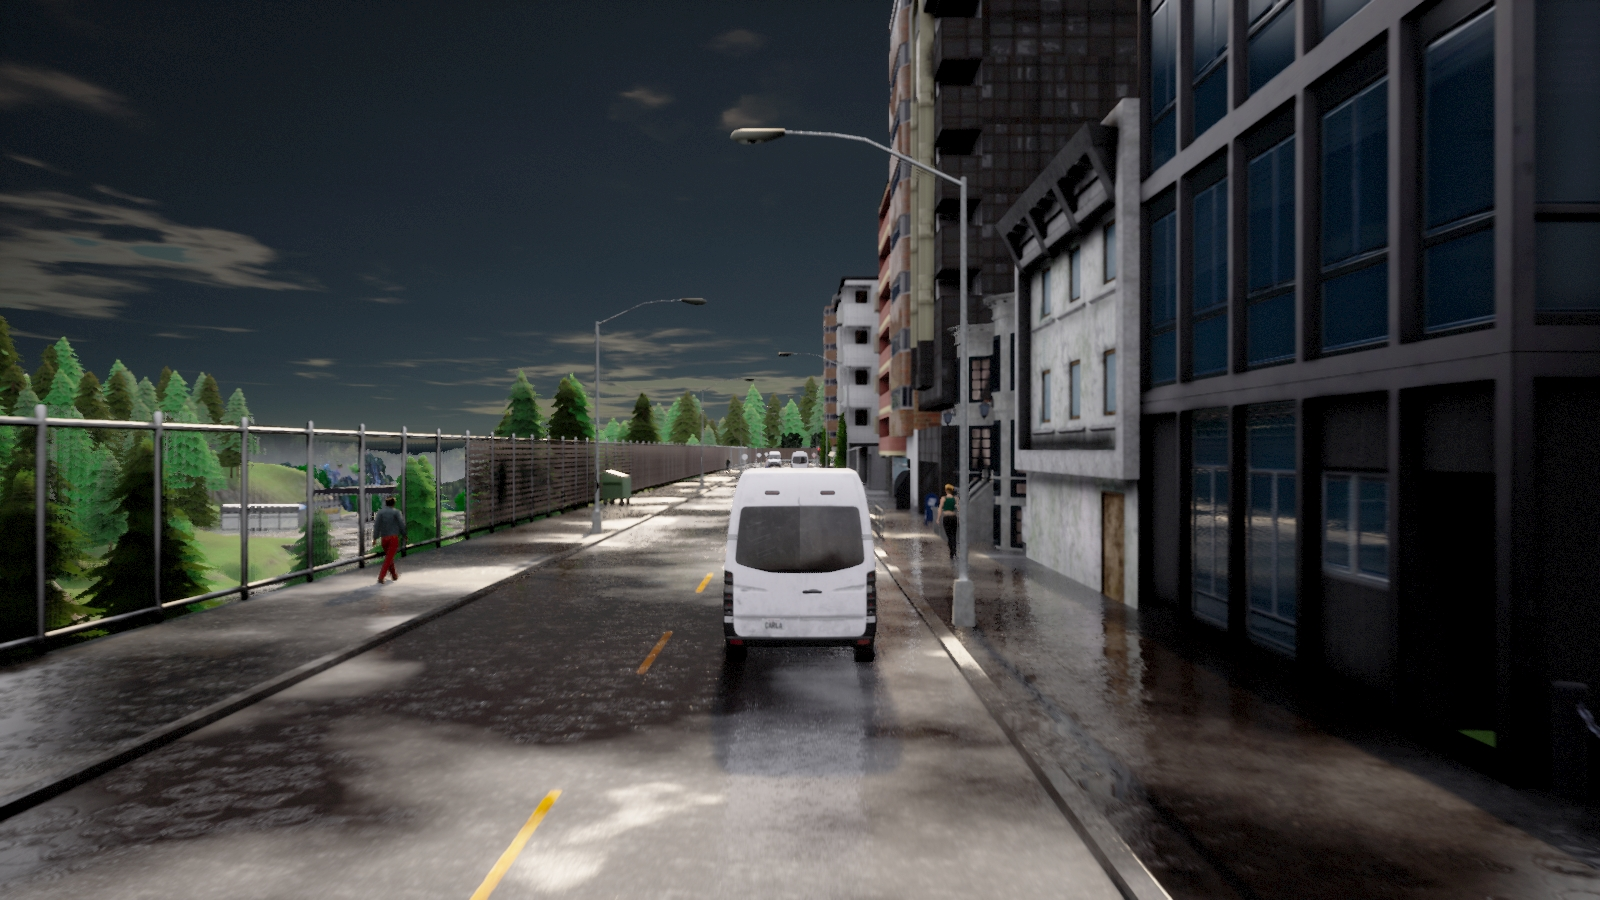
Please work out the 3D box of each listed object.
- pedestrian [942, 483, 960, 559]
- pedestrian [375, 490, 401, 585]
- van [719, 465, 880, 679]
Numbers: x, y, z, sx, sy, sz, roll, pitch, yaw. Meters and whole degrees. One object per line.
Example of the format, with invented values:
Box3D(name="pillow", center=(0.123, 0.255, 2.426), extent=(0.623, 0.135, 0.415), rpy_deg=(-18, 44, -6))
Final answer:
Box3D(name="pedestrian", center=(3.726, 1.744, 28.160), extent=(0.375, 1.860, 0.375), rpy_deg=(0, 0, -3))
Box3D(name="pedestrian", center=(-8.238, 1.745, 22.839), extent=(0.375, 1.860, 0.375), rpy_deg=(0, 0, 1))
Box3D(name="van", center=(-0.007, 1.534, 16.992), extent=(1.988, 2.561, 5.915), rpy_deg=(0, 0, 0))
